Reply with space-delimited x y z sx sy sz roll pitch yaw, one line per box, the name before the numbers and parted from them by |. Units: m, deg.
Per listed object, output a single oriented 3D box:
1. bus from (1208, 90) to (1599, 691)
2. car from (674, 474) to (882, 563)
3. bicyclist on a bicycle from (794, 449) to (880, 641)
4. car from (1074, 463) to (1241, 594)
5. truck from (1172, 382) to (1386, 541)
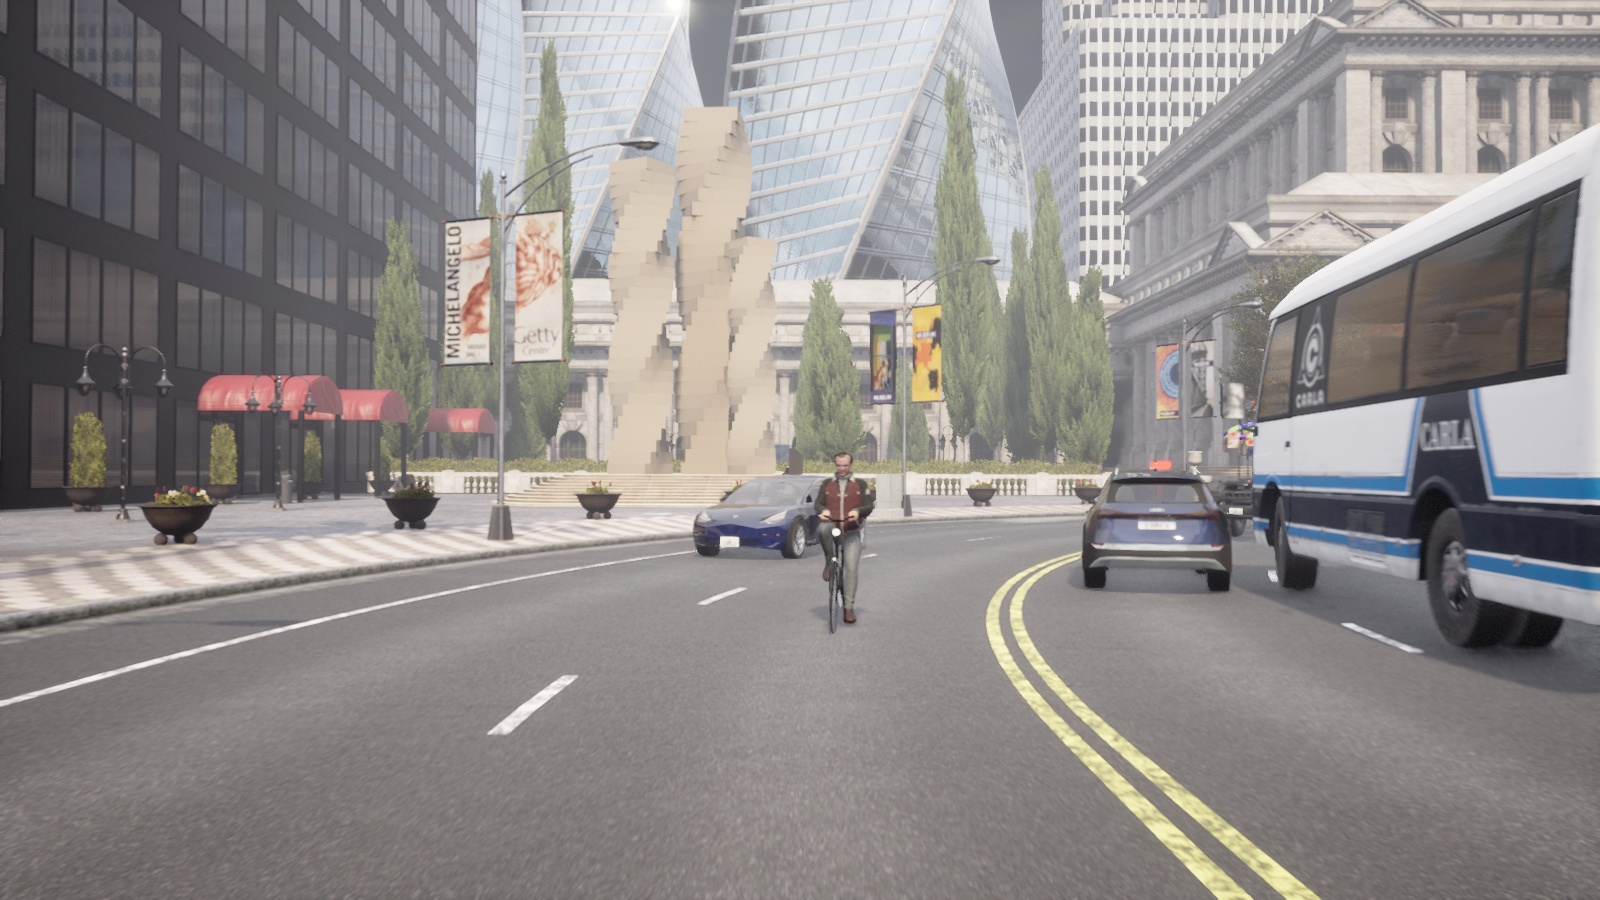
bus | 7.610 -0.361 13.835 3.944 4.253 10.273 -1 -1 7
car | -0.274 1.217 23.997 2.163 1.488 4.792 -1 -1 23
bicyclist on a bicycle | 0.399 0.894 12.579 0.659 1.776 1.843 0 -1 8
car | 5.183 1.032 18.409 2.033 1.649 4.856 -1 -1 15
truck | 12.210 0.311 31.502 2.891 3.462 7.936 -1 -1 37
